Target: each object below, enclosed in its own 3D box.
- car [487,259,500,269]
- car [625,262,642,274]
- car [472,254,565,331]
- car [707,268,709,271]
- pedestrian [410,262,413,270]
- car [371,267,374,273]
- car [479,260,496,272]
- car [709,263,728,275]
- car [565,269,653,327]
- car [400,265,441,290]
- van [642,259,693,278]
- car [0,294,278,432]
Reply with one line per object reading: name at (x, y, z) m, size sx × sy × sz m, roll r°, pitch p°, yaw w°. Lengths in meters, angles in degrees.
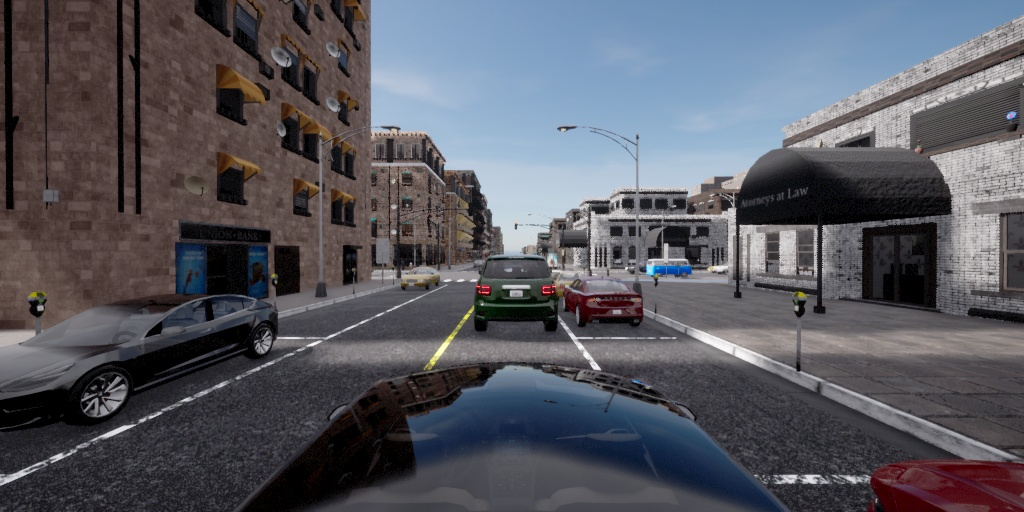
car at (-3.035, 1.261, 59.327) m, size 1.882 × 1.535 × 5.008 m, roll 0°, pitch 0°, yaw 0°
car at (14.957, 1.279, 39.358) m, size 4.902 × 1.511 × 2.128 m, roll 0°, pitch 0°, yaw -2°
car at (0.105, 0.972, 11.076) m, size 2.150 × 2.045 × 5.566 m, roll 0°, pitch 0°, yaw 0°
car at (25.518, 1.324, 42.010) m, size 4.829 × 1.417 × 1.751 m, roll 0°, pitch 0°, yaw 0°
pedestrian at (-12.595, 1.215, 44.699) m, size 0.500 × 1.100 × 0.500 m, roll 0°, pitch 0°, yaw 0°
car at (-16.453, 1.346, 35.938) m, size 4.718 × 1.301 × 1.895 m, roll 0°, pitch 0°, yaw 0°
car at (-3.061, 1.259, 46.227) m, size 1.837 × 1.490 × 4.892 m, roll 0°, pitch -1°, yaw 0°
car at (24.799, 1.414, 39.412) m, size 4.718 × 1.301 × 1.895 m, roll 0°, pitch 0°, yaw 0°
car at (2.697, 1.295, 11.404) m, size 1.888 × 1.381 × 4.507 m, roll 0°, pitch 0°, yaw 0°
car at (-5.674, 1.279, 22.639) m, size 1.751 × 1.417 × 4.829 m, roll 0°, pitch 0°, yaw 0°
van at (14.682, 1.166, 33.558) m, size 3.998 × 1.789 × 1.690 m, roll 0°, pitch 0°, yaw 0°
car at (-5.688, 1.315, 5.720) m, size 1.948 × 1.339 × 4.313 m, roll 0°, pitch 0°, yaw 0°
